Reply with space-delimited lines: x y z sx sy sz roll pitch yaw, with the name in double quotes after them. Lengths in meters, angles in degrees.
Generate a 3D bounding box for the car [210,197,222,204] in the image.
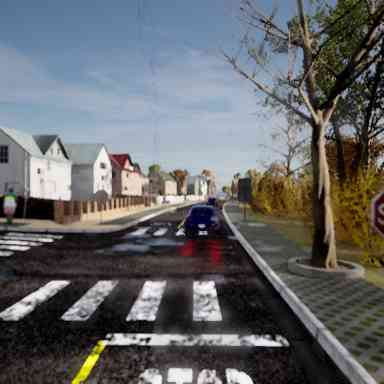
4.779 1.689 65.952 1.895 1.301 4.718 0 0 8 "car"

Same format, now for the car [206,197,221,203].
3.218 1.557 52.526 1.812 1.442 4.674 0 -1 6 "car"

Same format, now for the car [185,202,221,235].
0.587 1.485 18.524 1.812 1.442 4.674 0 0 2 "car"

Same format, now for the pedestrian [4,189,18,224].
-9.492 0.726 17.336 0.375 1.860 0.375 0 -3 0 "pedestrian"
